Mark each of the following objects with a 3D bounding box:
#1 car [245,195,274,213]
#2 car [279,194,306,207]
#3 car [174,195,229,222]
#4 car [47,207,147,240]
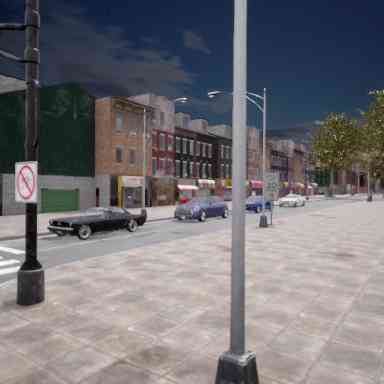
[{"bbox_3d":[5.995,1.057,30.901,1.882,1.535,5.008,1,1,35],"label":"car"},{"bbox_3d":[11.823,0.987,39.036,1.812,1.442,4.674,1,1,36],"label":"car"},{"bbox_3d":[0.729,1.046,23.525,2.097,1.767,4.553,1,1,35],"label":"car"},{"bbox_3d":[-4.482,1.416,16.222,1.895,1.301,4.718,1,1,35],"label":"car"}]
